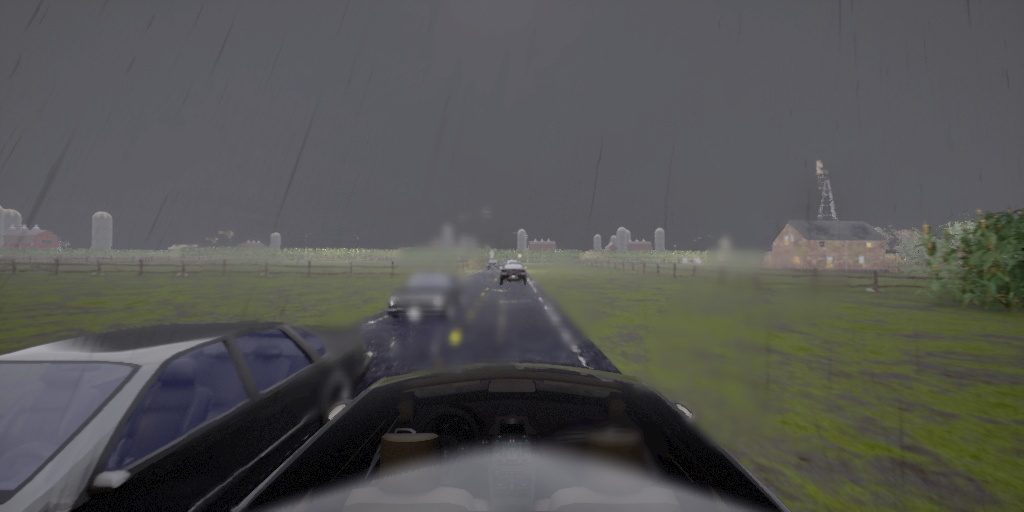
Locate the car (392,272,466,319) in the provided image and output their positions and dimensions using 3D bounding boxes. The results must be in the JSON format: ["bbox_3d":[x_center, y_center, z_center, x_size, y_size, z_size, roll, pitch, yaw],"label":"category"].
[{"bbox_3d":[-2.841,1.290,13.088,2.033,1.411,5.357,0,0,0],"label":"car"}]

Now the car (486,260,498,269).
[{"bbox_3d":[-2.829,1.241,54.257,2.033,1.411,5.357,0,0,1],"label":"car"}]

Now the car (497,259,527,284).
[{"bbox_3d":[0.092,1.207,26.445,1.882,1.535,5.008,0,0,0],"label":"car"}]

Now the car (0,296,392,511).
[{"bbox_3d":[-2.848,1.297,2.717,2.033,1.411,5.357,0,0,0],"label":"car"}]
